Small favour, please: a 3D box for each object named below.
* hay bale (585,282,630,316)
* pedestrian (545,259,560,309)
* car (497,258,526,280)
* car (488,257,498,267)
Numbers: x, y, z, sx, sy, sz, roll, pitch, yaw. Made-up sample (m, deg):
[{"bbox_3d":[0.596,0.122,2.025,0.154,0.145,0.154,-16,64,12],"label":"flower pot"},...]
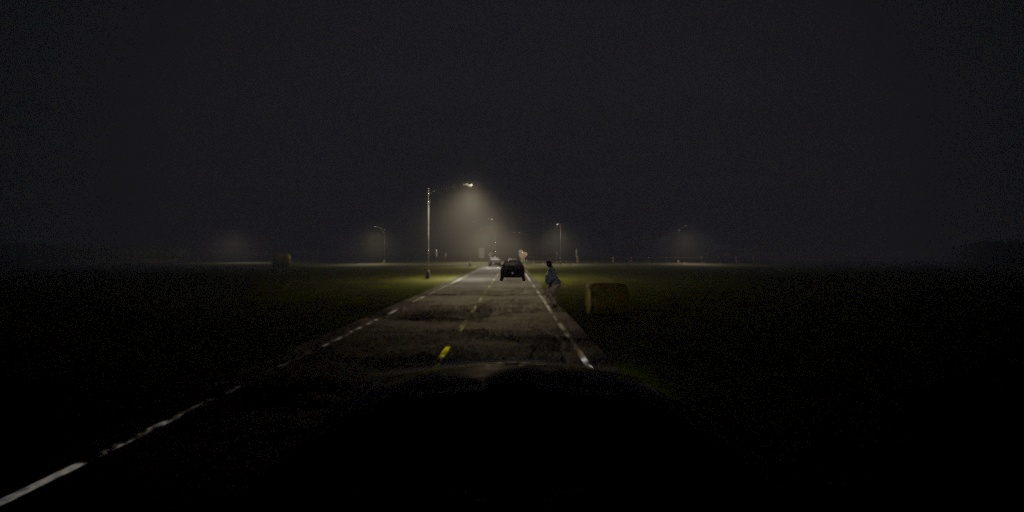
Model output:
[{"bbox_3d":[3.122,1.347,11.897,1.220,1.180,1.240,0,0,0],"label":"hay bale"},{"bbox_3d":[1.453,0.977,13.024,0.375,1.860,0.375,-1,1,1],"label":"pedestrian"},{"bbox_3d":[0.062,1.074,28.605,1.882,1.535,5.008,0,0,0],"label":"car"},{"bbox_3d":[-2.772,0.932,57.065,2.128,1.511,4.902,0,0,0],"label":"car"}]
